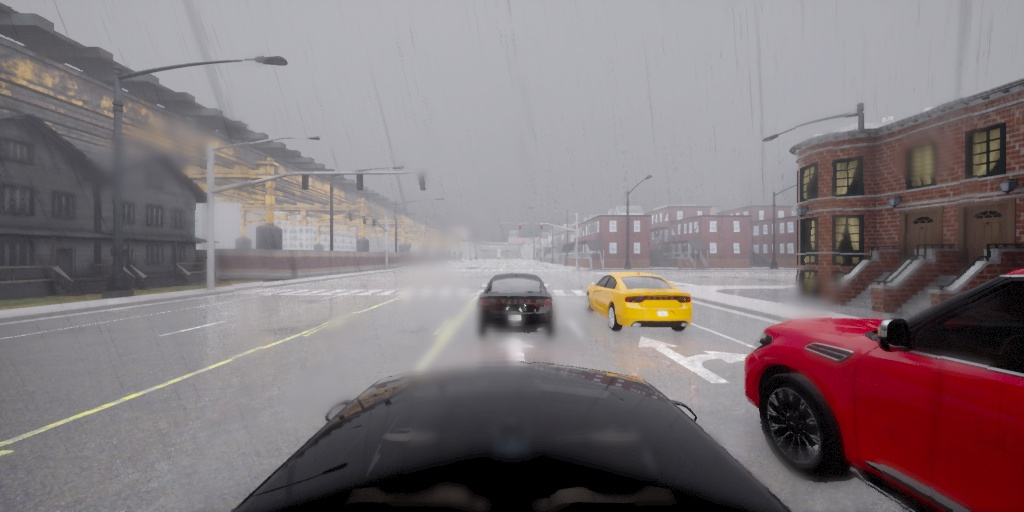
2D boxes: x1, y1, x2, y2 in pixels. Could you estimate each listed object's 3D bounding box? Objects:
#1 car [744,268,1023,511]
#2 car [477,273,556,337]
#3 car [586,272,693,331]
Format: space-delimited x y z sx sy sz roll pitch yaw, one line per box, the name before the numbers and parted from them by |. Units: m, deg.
car | 3.598 0.971 1.530 2.150 2.045 5.566 0 0 0
car | 0.107 1.228 10.353 1.882 1.535 5.008 0 0 0
car | 3.609 1.228 11.055 1.882 1.535 5.008 0 0 0
